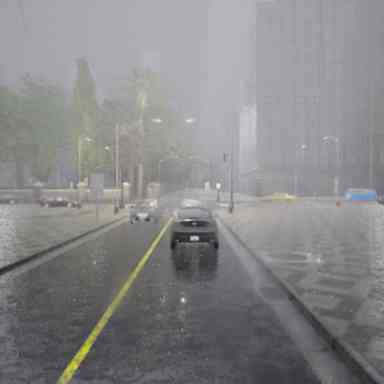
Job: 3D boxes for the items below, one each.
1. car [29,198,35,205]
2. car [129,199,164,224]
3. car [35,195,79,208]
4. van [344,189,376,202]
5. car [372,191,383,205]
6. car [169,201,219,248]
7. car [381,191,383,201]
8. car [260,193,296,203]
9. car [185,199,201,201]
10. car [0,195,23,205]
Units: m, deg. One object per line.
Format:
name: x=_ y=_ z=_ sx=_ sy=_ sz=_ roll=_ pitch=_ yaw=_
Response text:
car: x=-20.411 y=1.058 z=46.356 sx=4.206 sy=1.307 sz=1.802 roll=0 pitch=1 yaw=0
car: x=-2.999 y=1.263 z=22.560 sx=2.128 sy=1.511 sz=4.902 roll=0 pitch=1 yaw=0
car: x=-14.927 y=1.161 z=37.796 sx=4.403 sy=1.369 sz=2.008 roll=0 pitch=1 yaw=0
van: x=23.343 y=0.457 z=46.076 sx=3.998 sy=1.788 sz=1.690 roll=-1 pitch=2 yaw=0
car: x=23.303 y=0.847 z=37.558 sx=4.313 sy=1.339 sz=1.947 roll=-1 pitch=2 yaw=0
car: x=0.099 y=1.343 z=13.982 sx=1.837 sy=1.490 sz=4.892 roll=0 pitch=1 yaw=0
car: x=28.963 y=0.597 z=46.047 sx=4.403 sy=1.369 sz=2.008 roll=-1 pitch=2 yaw=0
car: x=11.935 y=0.764 z=46.153 sx=4.829 sy=1.417 sz=1.752 roll=-1 pitch=2 yaw=0
car: x=0.095 y=1.225 z=26.493 sx=2.033 sy=1.411 sz=5.357 roll=0 pitch=1 yaw=1
car: x=-25.936 y=1.054 z=46.389 sx=4.403 sy=1.369 sz=2.008 roll=0 pitch=1 yaw=0
